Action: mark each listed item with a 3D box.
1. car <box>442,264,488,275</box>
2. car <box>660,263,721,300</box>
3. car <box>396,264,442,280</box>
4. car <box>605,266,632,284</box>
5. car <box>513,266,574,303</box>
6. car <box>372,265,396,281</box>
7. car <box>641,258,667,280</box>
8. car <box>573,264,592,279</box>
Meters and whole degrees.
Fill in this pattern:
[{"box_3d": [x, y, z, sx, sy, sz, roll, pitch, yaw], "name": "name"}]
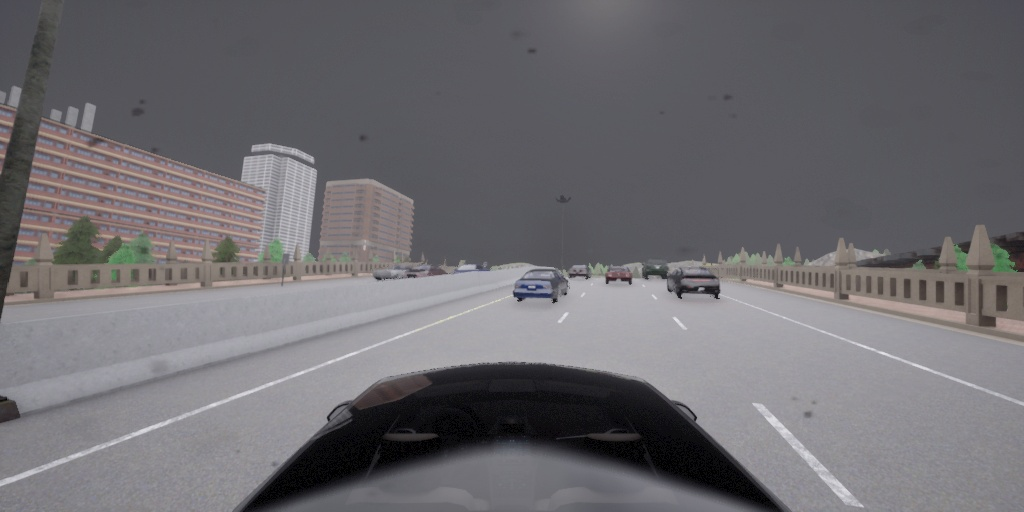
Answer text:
[{"box_3d": [-3.139, 1.319, 26.897, 1.812, 1.442, 4.674, 0, 0, 16], "name": "car"}, {"box_3d": [9.198, 1.299, 18.460, 2.128, 1.511, 4.902, 0, 0, 16], "name": "car"}, {"box_3d": [-6.623, 1.350, 27.449, 1.994, 1.385, 4.181, 0, 0, 16], "name": "car"}, {"box_3d": [8.257, 1.434, 27.782, 1.895, 1.301, 4.718, 0, 0, 16], "name": "car"}, {"box_3d": [1.522, 1.333, 17.121, 2.033, 1.411, 5.357, 0, 0, 16], "name": "car"}, {"box_3d": [-9.517, 1.385, 30.039, 1.895, 1.301, 4.718, 0, 0, 16], "name": "car"}, {"box_3d": [14.171, 1.309, 35.587, 2.150, 2.045, 5.566, 0, -2, 16], "name": "car"}, {"box_3d": [6.701, 1.511, 34.981, 2.033, 1.411, 5.357, 0, -2, 16], "name": "car"}]
